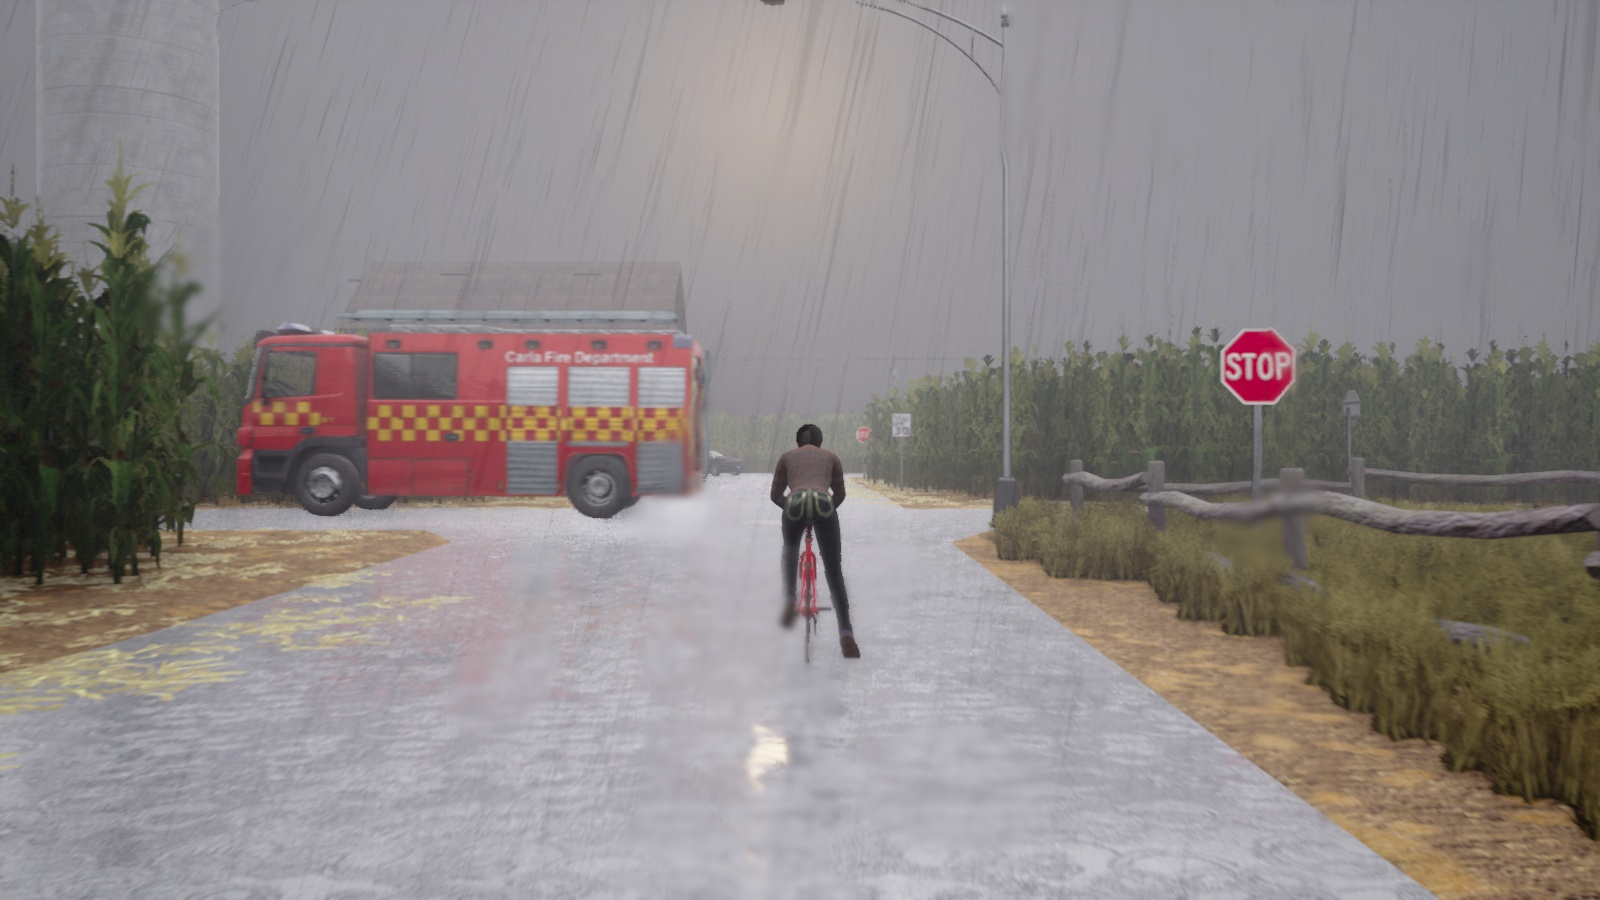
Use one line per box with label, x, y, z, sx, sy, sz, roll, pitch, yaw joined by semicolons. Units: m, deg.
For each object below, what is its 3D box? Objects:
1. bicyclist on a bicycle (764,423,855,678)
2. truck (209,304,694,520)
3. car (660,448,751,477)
bicyclist on a bicycle;0.066;0.637;8.824;0.582;1.620;1.656;0;0;0
truck;-6.403;-0.698;24.061;8.468;3.827;2.891;0;0;1
car;-5.170;0.642;68.319;5.008;1.535;1.882;0;0;39
